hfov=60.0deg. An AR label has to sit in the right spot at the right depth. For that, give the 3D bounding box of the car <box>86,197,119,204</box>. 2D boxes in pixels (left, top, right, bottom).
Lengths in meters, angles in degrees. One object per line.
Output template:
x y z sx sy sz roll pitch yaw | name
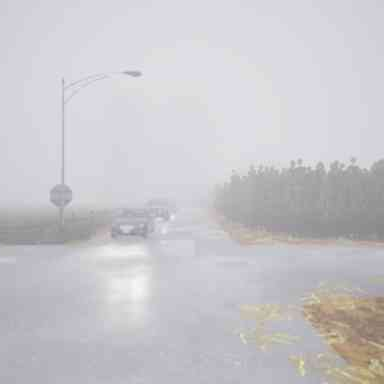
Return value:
-16.256 2.123 61.902 5.357 1.411 2.033 0 0 0 | car

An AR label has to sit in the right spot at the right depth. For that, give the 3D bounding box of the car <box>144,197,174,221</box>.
-3.196 1.587 31.292 2.150 2.045 5.566 0 0 0 | car

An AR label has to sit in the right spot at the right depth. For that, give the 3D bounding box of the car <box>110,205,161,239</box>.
-3.201 1.700 18.645 2.128 1.511 4.902 0 -1 0 | car

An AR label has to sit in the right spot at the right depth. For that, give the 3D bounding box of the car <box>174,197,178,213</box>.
-3.159 1.697 44.558 2.150 2.045 5.566 0 0 2 | car
